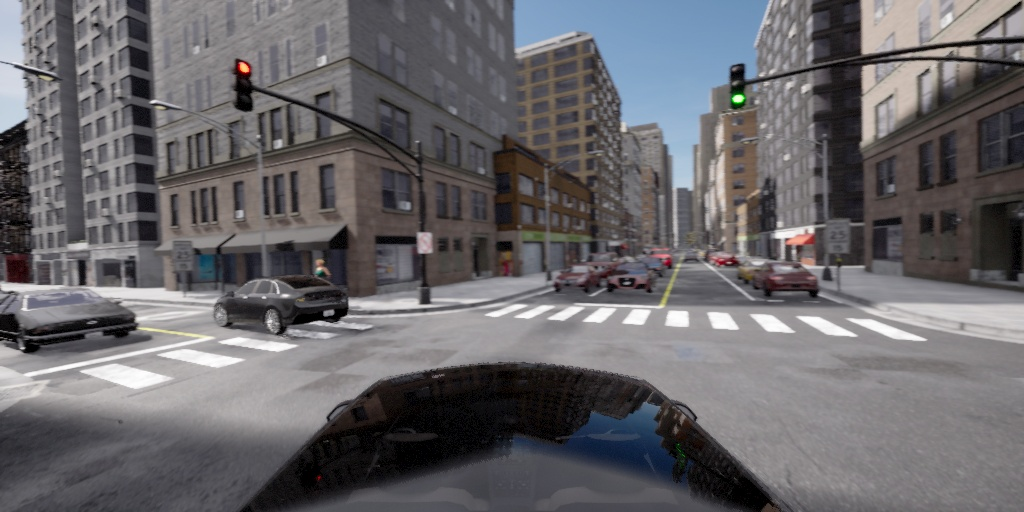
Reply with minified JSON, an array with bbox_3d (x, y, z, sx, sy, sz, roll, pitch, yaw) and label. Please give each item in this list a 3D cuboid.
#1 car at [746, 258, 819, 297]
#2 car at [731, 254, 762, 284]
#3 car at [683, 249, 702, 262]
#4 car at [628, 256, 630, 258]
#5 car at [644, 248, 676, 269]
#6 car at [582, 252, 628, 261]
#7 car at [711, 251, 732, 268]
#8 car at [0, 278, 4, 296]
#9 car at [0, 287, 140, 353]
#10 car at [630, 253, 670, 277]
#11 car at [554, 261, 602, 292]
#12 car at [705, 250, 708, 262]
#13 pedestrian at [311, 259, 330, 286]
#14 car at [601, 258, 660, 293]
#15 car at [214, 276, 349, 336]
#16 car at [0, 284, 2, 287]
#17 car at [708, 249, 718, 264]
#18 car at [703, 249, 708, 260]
[{"bbox_3d":[11.189,0.892,14.830,1.802,1.307,4.207,0,0,26],"label":"car"},{"bbox_3d":[13.685,0.727,19.990,1.751,1.417,4.829,0,0,26],"label":"car"},{"bbox_3d":[26.325,0.147,52.705,2.033,1.411,5.357,-1,0,26],"label":"car"},{"bbox_3d":[8.351,0.812,28.538,1.888,1.381,4.507,0,0,26],"label":"car"},{"bbox_3d":[15.124,0.243,36.544,2.150,2.045,5.566,-1,1,26],"label":"car"},{"bbox_3d":[5.928,0.688,23.529,2.192,1.841,5.009,0,0,26],"label":"car"},{"bbox_3d":[20.879,0.429,34.858,1.888,1.381,4.507,0,0,26],"label":"car"},{"bbox_3d":[-40.077,2.396,26.651,4.718,1.301,1.895,-2,1,26],"label":"car"},{"bbox_3d":[-12.799,1.639,10.050,5.357,1.411,2.033,-2,1,25],"label":"car"},{"bbox_3d":[10.526,0.768,27.147,2.033,1.411,5.357,-1,1,26],"label":"car"},{"bbox_3d":[3.505,1.063,18.521,1.802,1.307,4.207,0,0,26],"label":"car"},{"bbox_3d":[25.724,0.222,44.873,1.888,1.381,4.507,0,0,26],"label":"car"},{"bbox_3d":[-6.857,0.962,12.928,0.375,1.860,0.375,-1,2,26],"label":"pedestrian"},{"bbox_3d":[5.980,0.986,17.766,1.994,1.385,4.181,-1,1,26],"label":"car"},{"bbox_3d":[-7.044,1.369,10.846,4.892,1.490,1.837,-2,0,29],"label":"car"},{"bbox_3d":[-21.534,1.865,14.240,4.674,1.442,1.812,-2,1,26],"label":"car"},{"bbox_3d":[23.301,0.220,39.865,1.967,1.591,4.097,0,0,26],"label":"car"},{"bbox_3d":[28.146,0.125,49.880,2.007,1.370,4.403,0,0,26],"label":"car"}]
